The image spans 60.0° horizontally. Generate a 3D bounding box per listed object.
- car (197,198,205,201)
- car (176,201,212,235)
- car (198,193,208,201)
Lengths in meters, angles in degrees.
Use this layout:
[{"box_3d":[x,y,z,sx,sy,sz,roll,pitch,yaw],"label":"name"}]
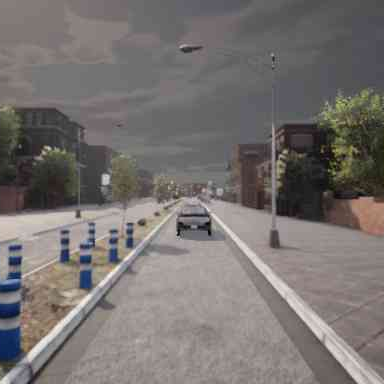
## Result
[{"box_3d":[0.107,1.664,37.292,1.895,1.301,4.718,0,0,0],"label":"car"},{"box_3d":[0.108,1.511,18.885,2.128,1.511,4.902,0,0,0],"label":"car"},{"box_3d":[3.024,1.657,74.850,2.231,1.521,4.892,0,0,0],"label":"car"}]
